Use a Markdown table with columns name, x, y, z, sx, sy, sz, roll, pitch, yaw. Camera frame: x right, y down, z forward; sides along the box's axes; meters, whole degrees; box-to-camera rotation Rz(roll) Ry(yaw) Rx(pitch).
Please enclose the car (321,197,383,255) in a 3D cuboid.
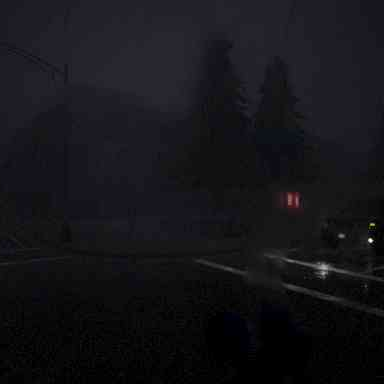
| name | x | y | z | sx | sy | sz | roll | pitch | yaw |
| --- | --- | --- | --- | --- | --- | --- | --- | --- | --- |
| car | 7.665 | 1.248 | 13.763 | 5.566 | 2.045 | 2.150 | 0 | 0 | -37 |
